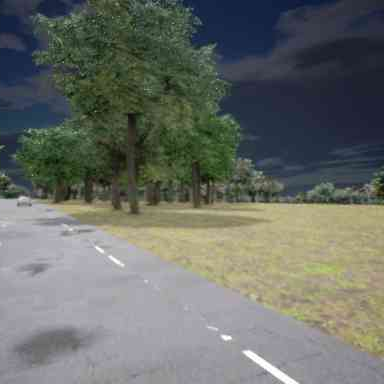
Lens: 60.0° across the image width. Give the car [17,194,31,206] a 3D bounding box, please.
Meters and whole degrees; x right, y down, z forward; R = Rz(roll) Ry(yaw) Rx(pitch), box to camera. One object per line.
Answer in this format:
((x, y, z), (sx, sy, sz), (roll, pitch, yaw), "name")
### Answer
((-26.938, 1.435, 53.444), (1.812, 1.442, 4.674), (0, 0, -28), "car")
